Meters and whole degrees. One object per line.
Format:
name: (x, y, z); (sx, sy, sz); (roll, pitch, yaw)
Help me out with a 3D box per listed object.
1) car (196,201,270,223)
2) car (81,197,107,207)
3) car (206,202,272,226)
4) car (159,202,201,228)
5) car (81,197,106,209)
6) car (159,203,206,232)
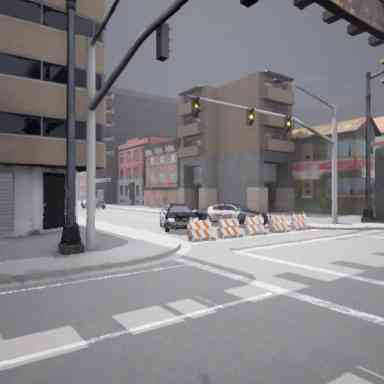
car: (2.698, 1.294, 22.165); (4.536, 1.218, 1.853); (0, 0, 34)
car: (-12.962, 1.294, 43.670); (1.853, 1.218, 4.536); (0, 0, -36)
car: (2.741, 1.452, 22.136); (4.974, 1.542, 2.038); (0, 0, 34)
car: (-0.842, 1.295, 20.034); (1.853, 1.218, 4.536); (0, 0, -11)
car: (-12.931, 1.452, 43.628); (2.038, 1.542, 4.974); (0, 0, -36)
car: (-0.832, 1.452, 19.983); (2.038, 1.542, 4.974); (0, 0, -11)
